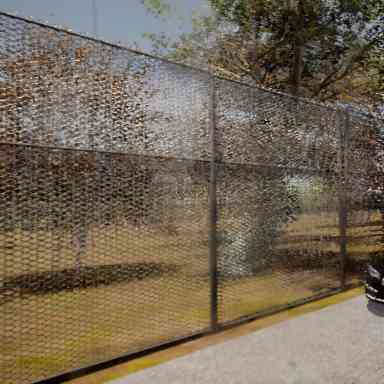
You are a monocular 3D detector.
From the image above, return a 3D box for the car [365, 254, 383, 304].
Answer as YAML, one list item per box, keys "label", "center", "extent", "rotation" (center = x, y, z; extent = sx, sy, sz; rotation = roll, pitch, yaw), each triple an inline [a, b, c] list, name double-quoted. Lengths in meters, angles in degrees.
- label: "car"
  center: [5.565, 1.513, 7.030]
  extent: [4.902, 1.511, 2.128]
  rotation: [0, 0, -35]
